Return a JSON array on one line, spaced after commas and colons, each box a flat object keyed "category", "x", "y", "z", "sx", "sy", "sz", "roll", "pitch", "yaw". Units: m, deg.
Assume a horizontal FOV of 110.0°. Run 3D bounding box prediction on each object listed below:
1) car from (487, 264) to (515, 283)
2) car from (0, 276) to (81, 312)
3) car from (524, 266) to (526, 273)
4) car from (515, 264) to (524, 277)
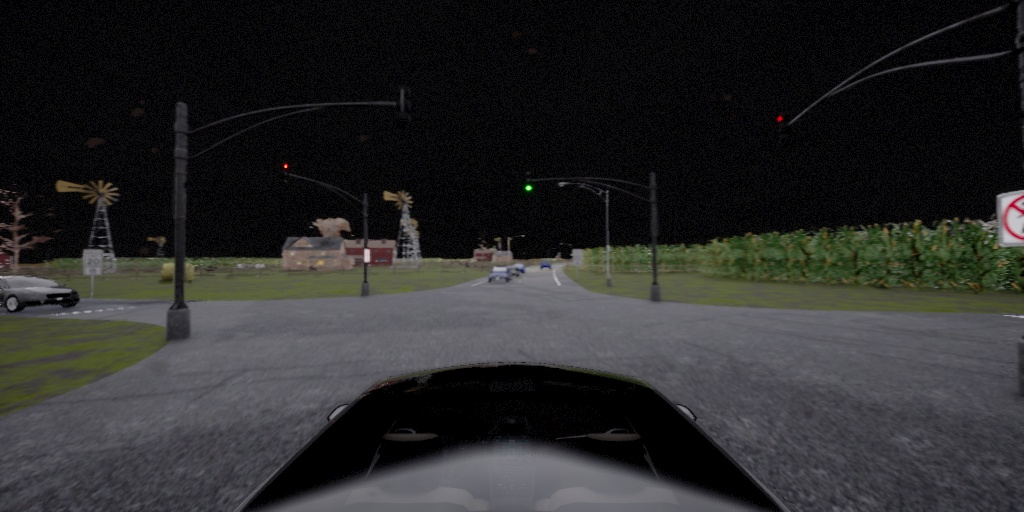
[{"category": "car", "x": -1.077, "y": 1.714, "z": 34.177, "sx": 1.812, "sy": 1.442, "sz": 4.674, "roll": -1, "pitch": -1, "yaw": 5}, {"category": "car", "x": -22.285, "y": 1.667, "z": 16.272, "sx": 4.892, "sy": 1.490, "sz": 1.837, "roll": -1, "pitch": -2, "yaw": 12}, {"category": "car", "x": 1.024, "y": 1.896, "z": 54.446, "sx": 1.882, "sy": 1.535, "sz": 5.008, "roll": -1, "pitch": -1, "yaw": 6}, {"category": "car", "x": -0.097, "y": 1.868, "z": 44.149, "sx": 1.994, "sy": 1.385, "sz": 4.181, "roll": -1, "pitch": -1, "yaw": 7}]
